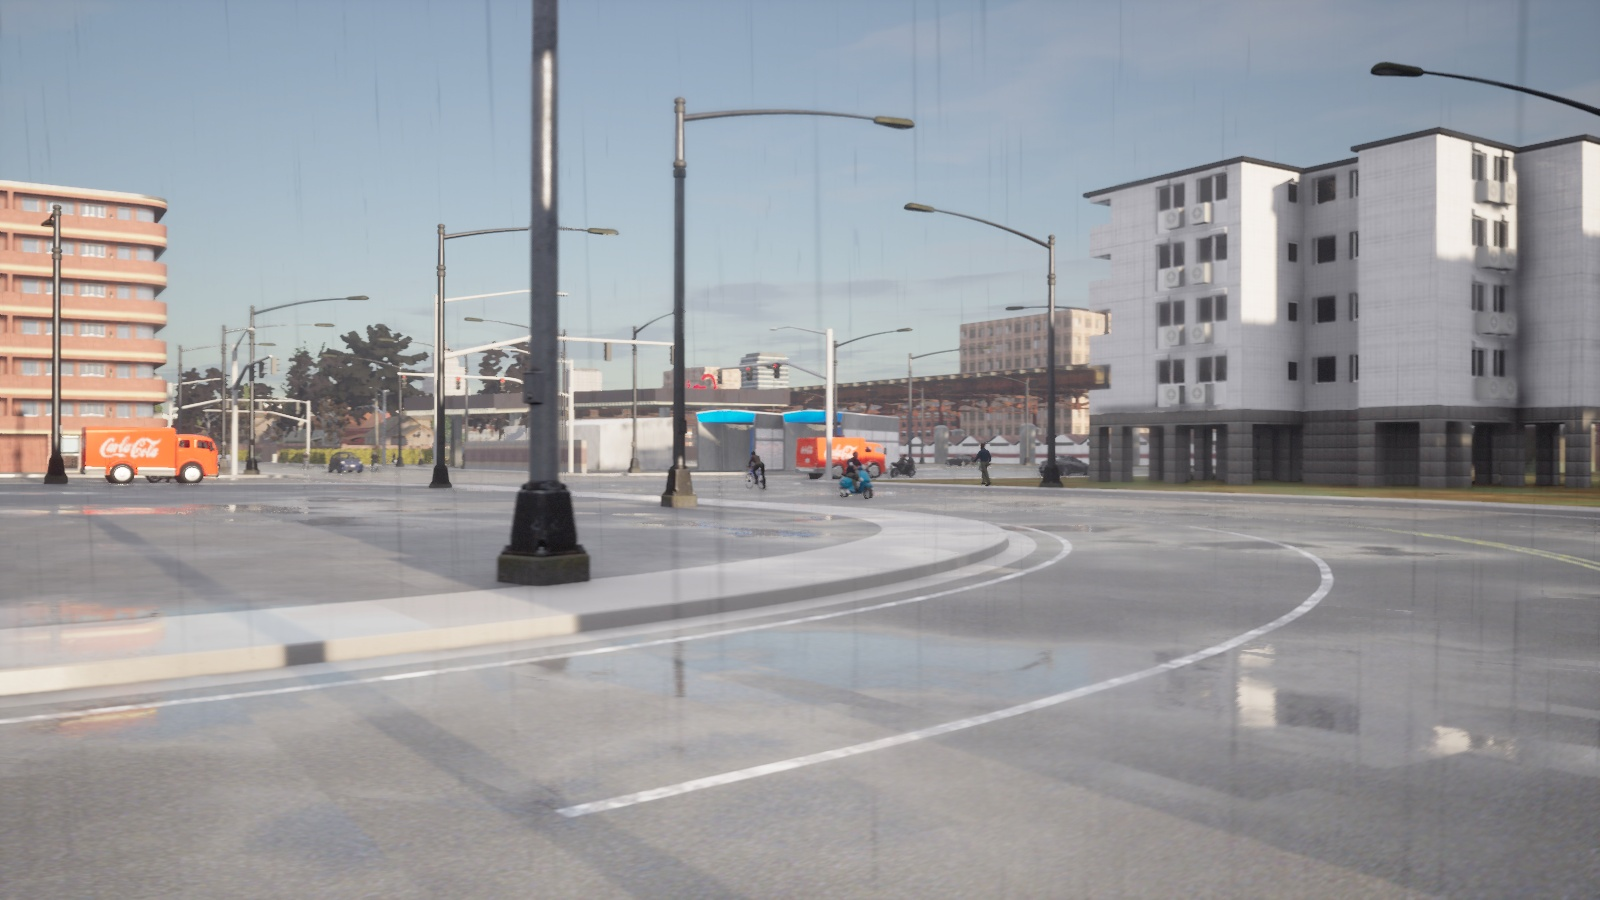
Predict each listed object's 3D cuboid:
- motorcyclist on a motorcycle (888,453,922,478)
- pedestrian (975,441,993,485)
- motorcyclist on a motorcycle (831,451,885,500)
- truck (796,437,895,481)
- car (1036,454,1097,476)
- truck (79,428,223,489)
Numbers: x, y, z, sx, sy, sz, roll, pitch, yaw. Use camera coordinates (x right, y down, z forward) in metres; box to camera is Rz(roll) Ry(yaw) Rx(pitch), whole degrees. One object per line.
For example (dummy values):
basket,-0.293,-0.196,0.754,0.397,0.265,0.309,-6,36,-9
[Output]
motorcyclist on a motorcycle,6.677,0.976,79.765,2.044,1.523,0.797,0,0,-34
pedestrian,7.722,0.556,52.648,0.370,1.835,0.726,0,0,-32
motorcyclist on a motorcycle,1.907,0.833,41.733,0.866,1.590,1.817,0,0,-34
truck,2.643,0.495,72.950,5.204,2.467,2.627,0,0,-33
car,18.016,1.005,84.773,1.812,1.442,4.674,0,0,45
truck,-27.845,0.380,53.935,5.204,2.467,2.627,1,-1,-33
